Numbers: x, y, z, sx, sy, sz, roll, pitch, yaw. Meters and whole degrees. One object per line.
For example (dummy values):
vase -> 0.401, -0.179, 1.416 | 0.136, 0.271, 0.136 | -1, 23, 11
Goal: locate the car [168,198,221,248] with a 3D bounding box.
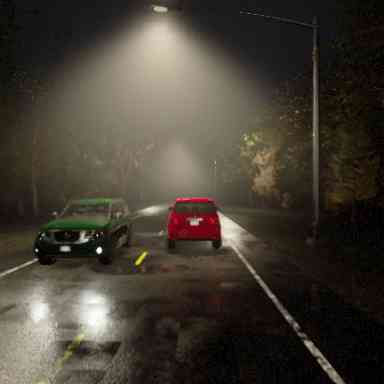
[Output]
car -> 0.098, 1.286, 15.288 | 2.150, 2.045, 5.566 | 0, 0, 0

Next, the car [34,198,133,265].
car -> -3.601, 1.272, 12.223 | 2.150, 2.045, 5.566 | 0, 0, 0

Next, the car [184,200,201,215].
car -> 0.068, 1.681, 37.258 | 1.812, 1.442, 4.674 | 0, 0, 0
